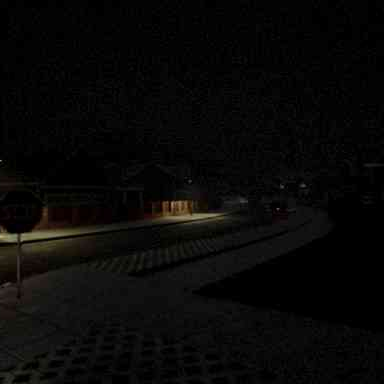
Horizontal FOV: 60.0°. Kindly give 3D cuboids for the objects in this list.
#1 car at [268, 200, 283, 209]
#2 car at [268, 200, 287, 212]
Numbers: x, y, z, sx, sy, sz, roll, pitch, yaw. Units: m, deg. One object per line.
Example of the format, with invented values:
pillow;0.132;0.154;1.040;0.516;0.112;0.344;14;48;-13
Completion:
car;13.146;1.934;52.619;1.895;1.301;4.718;0;0;8
car;11.002;1.777;42.447;1.837;1.490;4.892;0;0;15
